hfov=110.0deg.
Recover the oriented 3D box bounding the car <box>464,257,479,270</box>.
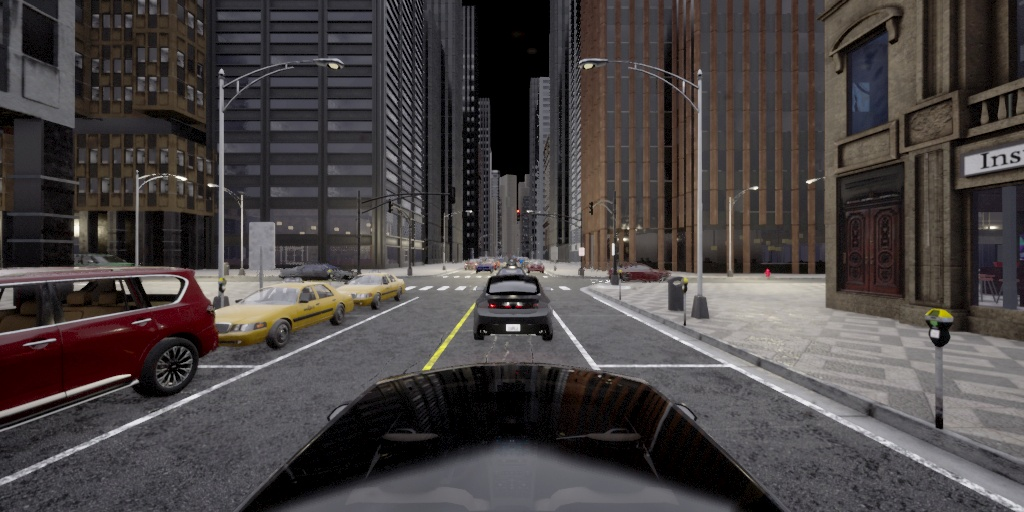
[{"bbox_3d":[-5.883,1.198,52.980,1.967,1.591,4.097,0,0,0],"label":"car"}]

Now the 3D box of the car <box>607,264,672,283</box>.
[{"bbox_3d":[9.515,1.311,26.864,4.674,1.442,1.812,0,0,0],"label":"car"}]

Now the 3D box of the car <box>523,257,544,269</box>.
[{"bbox_3d":[2.668,1.195,41.801,1.967,1.591,4.097,0,0,0],"label":"car"}]

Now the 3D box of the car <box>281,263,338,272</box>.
[{"bbox_3d":[-14.228,1.254,26.695,5.357,1.411,2.033,0,0,-2],"label":"car"}]

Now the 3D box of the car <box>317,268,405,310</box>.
[{"bbox_3d":[-5.792,1.276,14.817,1.751,1.417,4.829,0,0,0],"label":"car"}]

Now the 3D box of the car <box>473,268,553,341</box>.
[{"bbox_3d":[0.037,1.255,9.909,1.837,1.490,4.892,0,0,0],"label":"car"}]

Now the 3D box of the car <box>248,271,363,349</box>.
[{"bbox_3d":[-5.779,1.275,9.215,1.751,1.417,4.829,0,0,0],"label":"car"}]

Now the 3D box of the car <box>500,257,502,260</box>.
[{"bbox_3d":[-3.213,1.114,61.960,2.097,1.767,4.553,0,0,0],"label":"car"}]

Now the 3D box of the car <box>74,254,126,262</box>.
[{"bbox_3d":[-30.708,0.877,26.524,5.566,2.045,2.150,0,0,0],"label":"car"}]

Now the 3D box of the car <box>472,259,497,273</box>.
[{"bbox_3d":[-3.185,1.356,42.316,1.895,1.301,4.718,0,0,0],"label":"car"}]

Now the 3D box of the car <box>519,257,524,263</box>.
[{"bbox_3d":[2.628,1.311,58.628,2.007,1.370,4.403,0,0,0],"label":"car"}]

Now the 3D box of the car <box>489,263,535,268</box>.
[{"bbox_3d":[-0.043,1.297,20.238,2.033,1.411,5.357,0,0,0],"label":"car"}]

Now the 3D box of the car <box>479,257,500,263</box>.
[{"bbox_3d":[-3.205,1.110,52.010,2.097,1.767,4.553,0,0,0],"label":"car"}]

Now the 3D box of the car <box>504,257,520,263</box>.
[{"bbox_3d":[-0.047,1.288,62.921,1.812,1.442,4.674,0,0,0],"label":"car"}]

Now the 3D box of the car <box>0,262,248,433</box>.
[{"bbox_3d":[-5.766,1.065,3.784,2.192,1.841,5.009,0,0,0],"label":"car"}]
